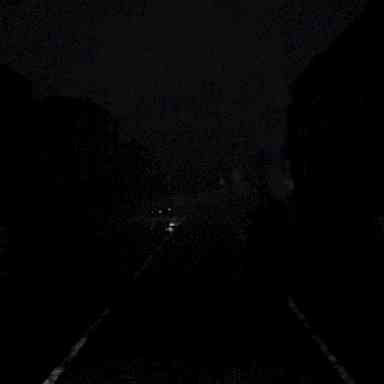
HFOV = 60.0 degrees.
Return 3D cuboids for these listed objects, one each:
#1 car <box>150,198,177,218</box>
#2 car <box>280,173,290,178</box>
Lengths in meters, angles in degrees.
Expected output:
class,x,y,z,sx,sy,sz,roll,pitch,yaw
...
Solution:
class,x,y,z,sx,sy,sz,roll,pitch,yaw
car,-2.319,1.271,27.911,1.837,1.490,4.892,0,0,3
car,26.533,-4.401,90.710,2.097,1.535,5.008,0,1,-1
